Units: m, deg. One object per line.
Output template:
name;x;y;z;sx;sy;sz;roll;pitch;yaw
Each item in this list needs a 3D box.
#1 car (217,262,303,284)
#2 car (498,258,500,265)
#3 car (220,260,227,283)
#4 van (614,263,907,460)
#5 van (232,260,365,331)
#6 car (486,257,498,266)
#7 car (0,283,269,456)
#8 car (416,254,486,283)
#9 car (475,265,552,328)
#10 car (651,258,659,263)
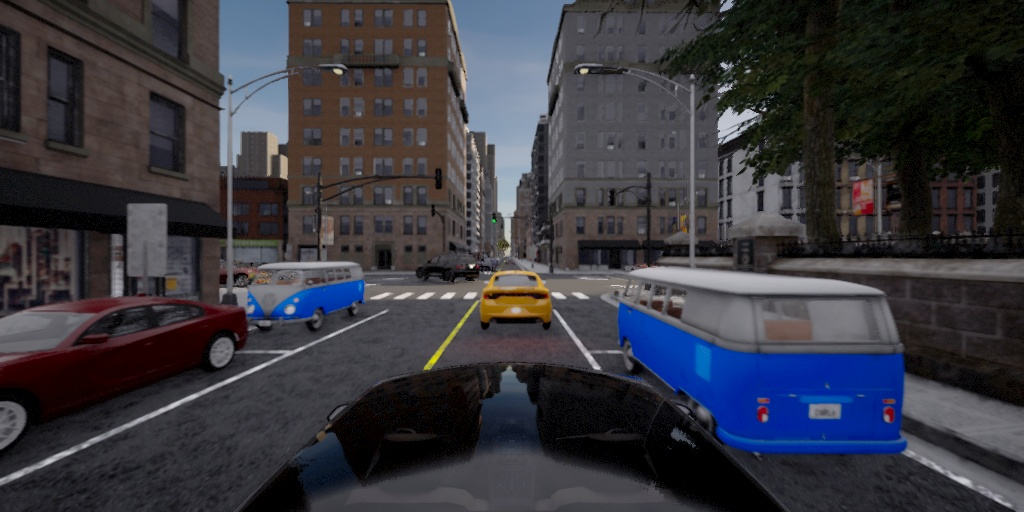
car;-17.995;1.178;25.750;4.892;1.490;1.837;0;0;-1
car;-3.220;1.058;52.872;1.882;1.535;5.008;0;0;0
car;-17.626;1.022;22.505;4.553;1.767;2.097;0;0;-1
van;2.672;1.080;4.912;1.690;1.789;3.998;0;0;0
van;-5.842;1.061;10.579;1.690;1.789;3.998;0;0;0
car;-3.167;0.962;43.763;2.097;1.767;4.553;0;0;1
car;-5.853;1.284;4.918;1.888;1.381;4.507;0;0;0
car;-4.864;0.881;26.886;5.566;2.045;2.150;0;-1;41
car;0.097;1.197;11.231;1.882;1.535;5.008;0;-1;0
car;13.195;1.003;32.813;4.553;1.767;2.097;0;0;-1
